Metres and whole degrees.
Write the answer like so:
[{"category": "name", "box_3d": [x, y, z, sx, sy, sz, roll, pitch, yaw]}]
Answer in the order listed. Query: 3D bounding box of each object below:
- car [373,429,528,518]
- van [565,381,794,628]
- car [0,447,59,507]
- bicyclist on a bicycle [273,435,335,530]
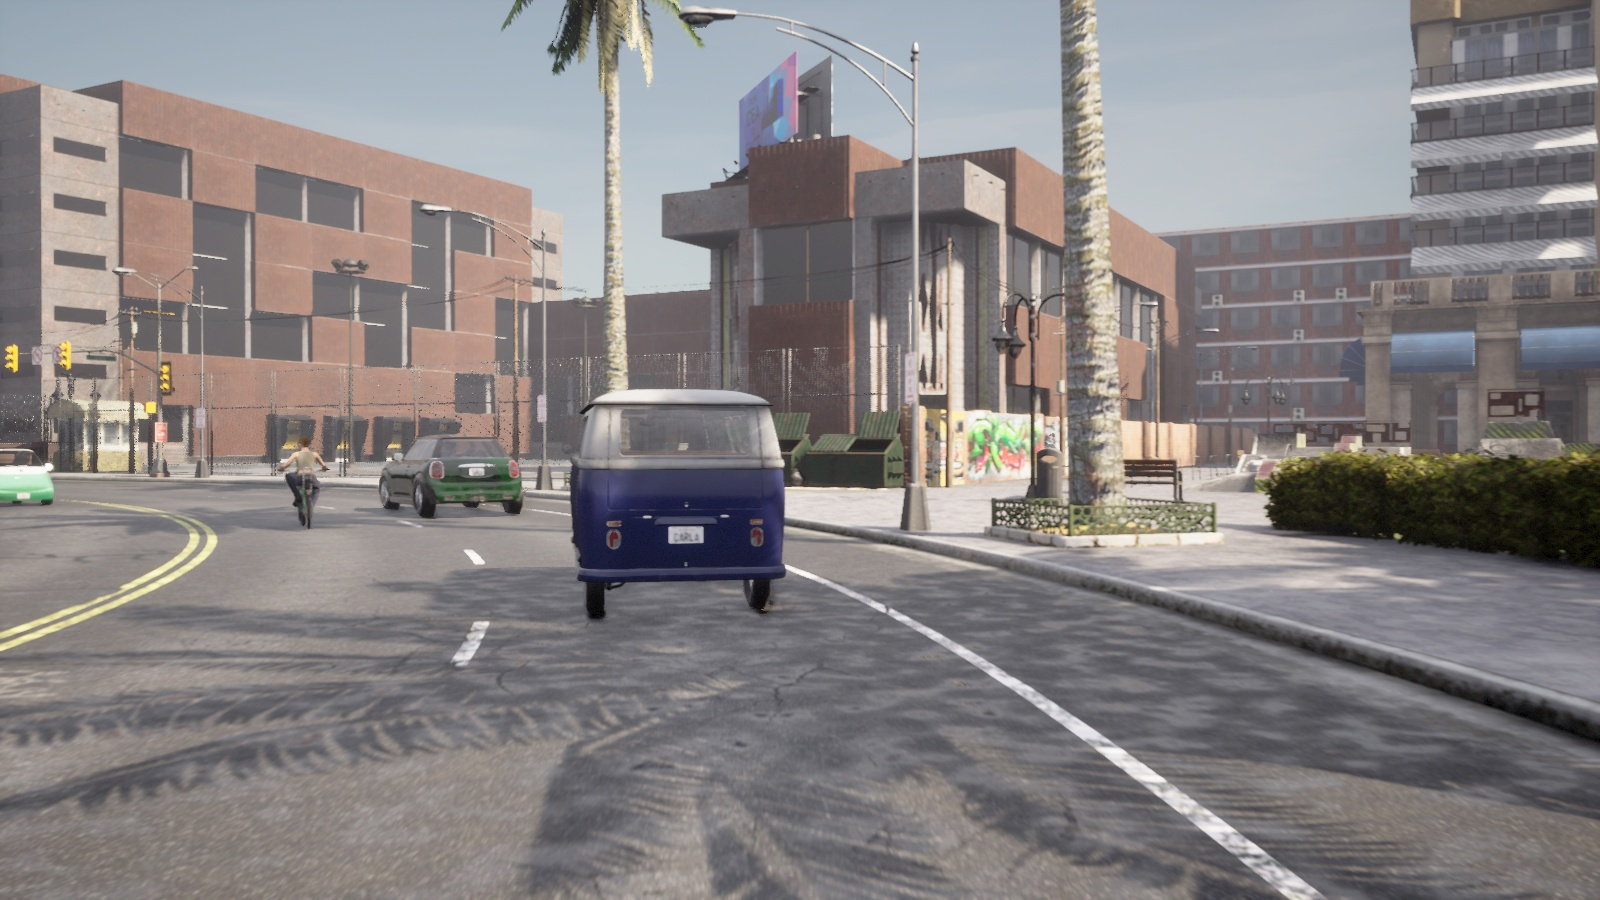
[{"category": "car", "box_3d": [-7.669, 0.446, 27.244, 2.097, 1.767, 4.553, 0, 0, -31]}, {"category": "van", "box_3d": [-1.376, 0.428, 12.445, 1.775, 1.987, 4.442, 0, 0, -12]}, {"category": "car", "box_3d": [-18.836, 0.620, 29.950, 2.207, 1.376, 1.481, 0, 0, 44]}, {"category": "bicyclist on a bicycle", "box_3d": [-8.779, 0.552, 22.197, 0.866, 1.612, 1.509, -1, 1, -27]}]
